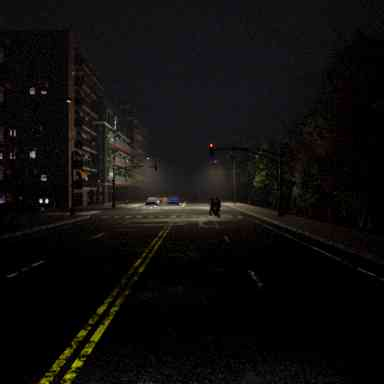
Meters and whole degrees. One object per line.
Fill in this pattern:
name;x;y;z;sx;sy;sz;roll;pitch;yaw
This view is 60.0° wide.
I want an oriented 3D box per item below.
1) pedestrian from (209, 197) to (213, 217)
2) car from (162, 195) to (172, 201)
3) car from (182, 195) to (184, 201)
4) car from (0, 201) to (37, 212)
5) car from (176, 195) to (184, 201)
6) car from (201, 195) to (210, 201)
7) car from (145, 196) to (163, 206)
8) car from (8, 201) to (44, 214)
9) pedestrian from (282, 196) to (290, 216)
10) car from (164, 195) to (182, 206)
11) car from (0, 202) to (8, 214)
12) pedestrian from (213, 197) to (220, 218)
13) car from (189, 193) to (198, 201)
pedestrian;1.769;1.301;29.382;0.375;1.860;0.375;0;0;0
car;-6.246;1.560;84.021;2.128;1.511;4.902;0;0;0
car;-3.042;1.549;69.442;2.128;1.511;4.902;0;0;0
car;-22.659;1.857;43.273;4.206;1.307;1.802;-1;1;-1
car;-2.996;1.542;84.048;1.837;1.490;4.892;0;0;0
car;3.509;1.540;85.574;1.837;1.490;4.892;0;0;0
car;-6.428;1.567;54.402;2.033;1.411;5.357;0;0;0
car;-19.220;1.725;37.427;4.902;1.511;2.128;0;0;1
pedestrian;8.055;1.149;28.762;0.375;1.860;0.375;0;0;0
car;-3.171;1.499;55.844;1.882;1.535;5.008;0;0;0
car;-22.567;1.596;34.623;5.009;1.841;2.192;-1;1;-1
pedestrian;2.158;1.301;28.083;0.375;1.860;0.375;0;0;0
car;0.258;1.266;85.615;2.150;2.045;5.566;0;0;0
